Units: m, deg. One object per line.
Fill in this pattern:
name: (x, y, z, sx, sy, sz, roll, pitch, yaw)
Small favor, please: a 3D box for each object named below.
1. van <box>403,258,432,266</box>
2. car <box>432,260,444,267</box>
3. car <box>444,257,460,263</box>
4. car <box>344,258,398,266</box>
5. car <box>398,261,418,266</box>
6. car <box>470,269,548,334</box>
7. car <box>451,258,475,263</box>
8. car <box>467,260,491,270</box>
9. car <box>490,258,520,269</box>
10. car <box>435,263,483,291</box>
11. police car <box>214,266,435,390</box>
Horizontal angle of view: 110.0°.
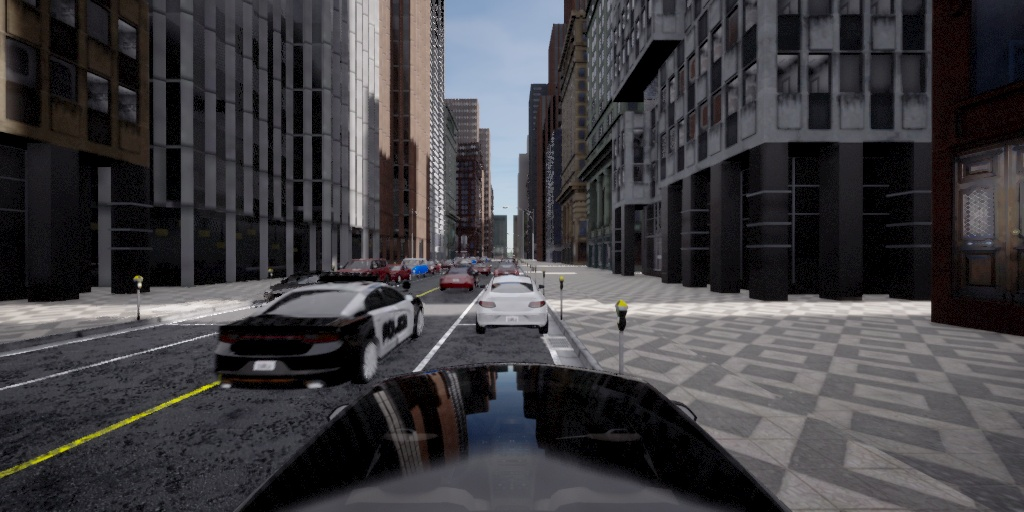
van: (-8.908, 1.090, 32.830, 1.690, 1.789, 3.998, 0, 0, 0)
car: (-8.908, 1.189, 38.467, 1.967, 1.591, 4.097, 0, 0, 0)
car: (-8.908, 1.189, 49.741, 1.967, 1.591, 4.097, 0, 0, 0)
car: (-8.908, 1.064, 21.556, 2.192, 1.841, 5.009, 0, 0, 0)
car: (-8.908, 1.294, 27.194, 1.888, 1.381, 4.507, 0, 0, 0)
car: (0.003, 1.275, 10.501, 1.812, 1.442, 4.674, 0, 0, 0)
car: (-6.194, 1.274, 45.727, 1.812, 1.442, 4.674, 0, 0, 1)
car: (-3.106, 1.350, 35.996, 1.895, 1.301, 4.718, 0, 0, 1)
car: (-0.383, 1.189, 27.203, 1.967, 1.591, 4.097, 0, 0, 0)
car: (-3.096, 1.314, 21.949, 1.994, 1.385, 4.181, 0, 0, 1)
police car: (-3.144, 1.174, 7.145, 1.930, 1.638, 5.238, 0, 0, 0)
